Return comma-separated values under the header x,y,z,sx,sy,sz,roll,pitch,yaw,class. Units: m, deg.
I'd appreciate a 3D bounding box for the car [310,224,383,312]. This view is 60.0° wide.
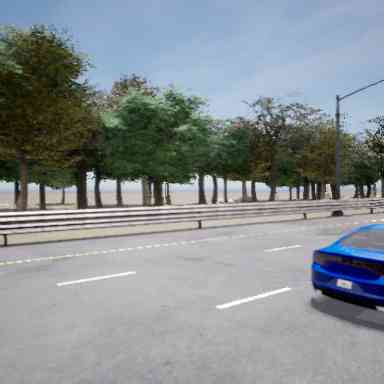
x,y,z,sx,sy,sz,roll,pitch,yaw,class
4.646,1.419,7.174,5.008,1.535,1.882,-1,0,-35,car
